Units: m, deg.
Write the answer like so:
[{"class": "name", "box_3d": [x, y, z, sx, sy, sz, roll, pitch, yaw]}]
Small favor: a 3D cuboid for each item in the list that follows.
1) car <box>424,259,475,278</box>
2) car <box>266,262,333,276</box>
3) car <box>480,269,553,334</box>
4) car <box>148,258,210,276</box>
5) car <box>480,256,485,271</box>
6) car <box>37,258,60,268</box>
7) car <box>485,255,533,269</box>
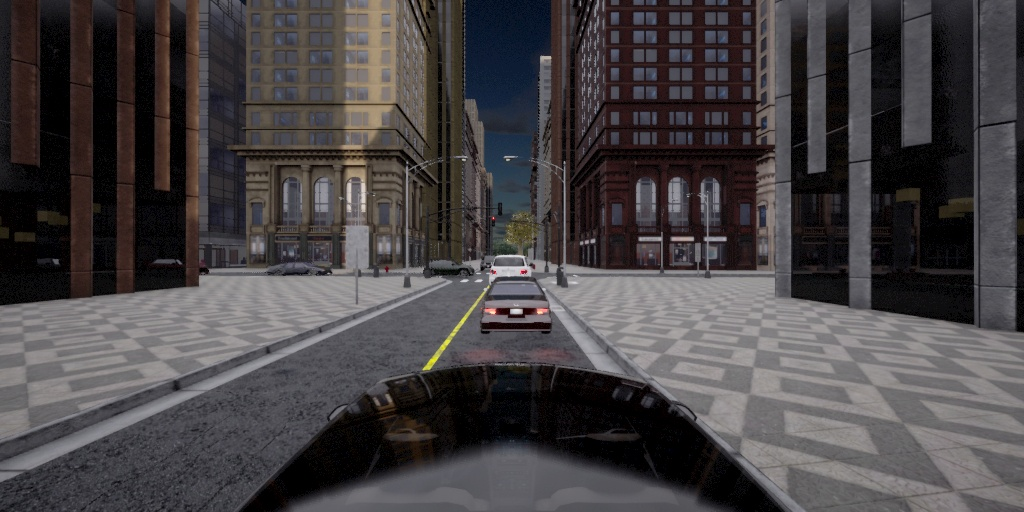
[{"class": "car", "box_3d": [-5.765, 1.090, 33.325, 4.553, 1.767, 2.097, 0, 0, 0]}, {"class": "car", "box_3d": [-19.693, 1.231, 33.321, 5.357, 1.411, 2.033, 0, 0, 0]}, {"class": "car", "box_3d": [0.089, 1.297, 10.594, 2.033, 1.411, 5.357, 0, 0, 0]}, {"class": "car", "box_3d": [-30.931, 1.006, 33.321, 4.553, 1.767, 2.097, 0, 0, 0]}, {"class": "car", "box_3d": [-3.139, 0.969, 49.469, 2.150, 2.045, 5.566, 0, 0, -1]}, {"class": "car", "box_3d": [-42.296, 0.980, 33.346, 4.553, 1.767, 2.097, 0, 0, 0]}, {"class": "car", "box_3d": [0.013, 0.971, 20.839, 2.150, 2.045, 5.566, 0, 0, 4]}]
